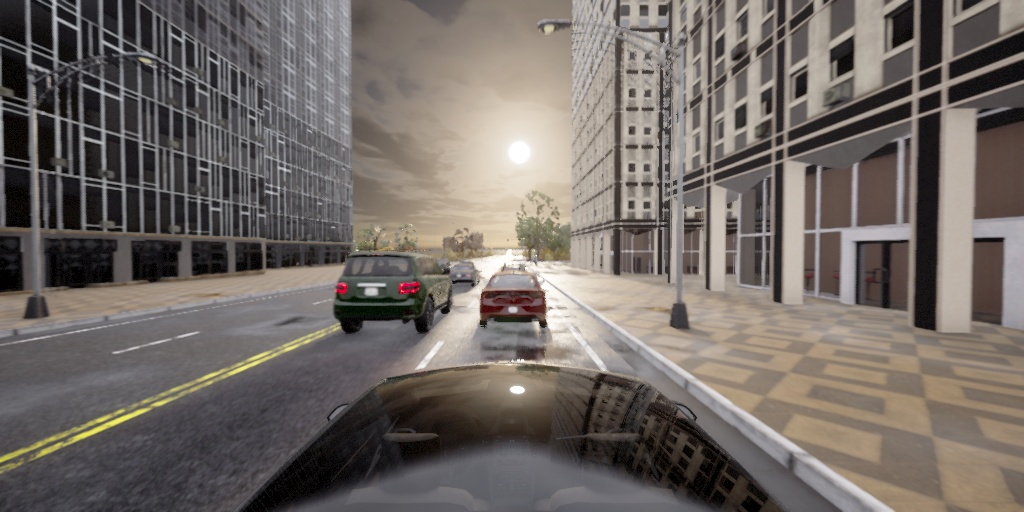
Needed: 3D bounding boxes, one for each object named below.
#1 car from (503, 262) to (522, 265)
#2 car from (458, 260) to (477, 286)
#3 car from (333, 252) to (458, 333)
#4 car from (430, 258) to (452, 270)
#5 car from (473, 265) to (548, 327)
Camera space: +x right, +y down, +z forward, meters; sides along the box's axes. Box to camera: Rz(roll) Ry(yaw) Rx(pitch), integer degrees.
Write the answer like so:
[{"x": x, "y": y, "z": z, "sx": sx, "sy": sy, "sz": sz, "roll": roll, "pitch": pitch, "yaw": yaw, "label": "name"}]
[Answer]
[{"x": 0.064, "y": 1.168, "z": 27.996, "sx": 2.128, "sy": 1.511, "sz": 4.902, "roll": 0, "pitch": 0, "yaw": 0, "label": "car"}, {"x": -3.206, "y": 1.235, "z": 24.322, "sx": 2.033, "sy": 1.411, "sz": 5.357, "roll": 0, "pitch": 0, "yaw": 1, "label": "car"}, {"x": -3.183, "y": 0.939, "z": 10.746, "sx": 2.150, "sy": 2.045, "sz": 5.566, "roll": 0, "pitch": -1, "yaw": 0, "label": "car"}, {"x": -9.839, "y": 1.095, "z": 50.028, "sx": 2.128, "sy": 1.511, "sz": 4.902, "roll": 0, "pitch": 0, "yaw": 0, "label": "car"}, {"x": 0.059, "y": 1.202, "z": 11.516, "sx": 1.882, "sy": 1.535, "sz": 5.008, "roll": 0, "pitch": 0, "yaw": 1, "label": "car"}]
